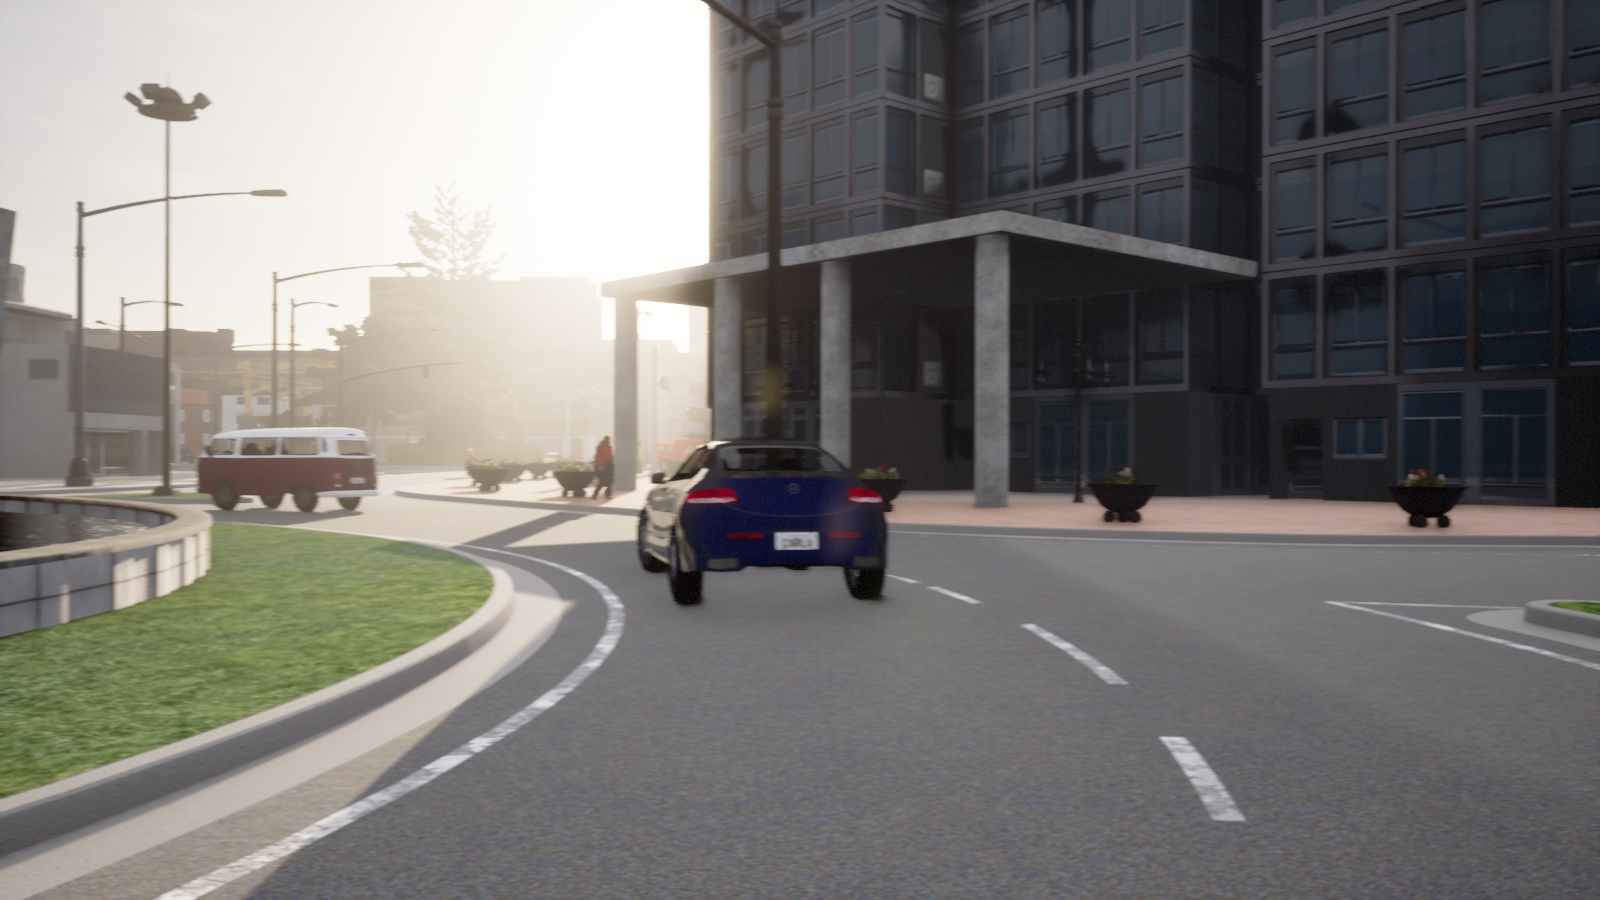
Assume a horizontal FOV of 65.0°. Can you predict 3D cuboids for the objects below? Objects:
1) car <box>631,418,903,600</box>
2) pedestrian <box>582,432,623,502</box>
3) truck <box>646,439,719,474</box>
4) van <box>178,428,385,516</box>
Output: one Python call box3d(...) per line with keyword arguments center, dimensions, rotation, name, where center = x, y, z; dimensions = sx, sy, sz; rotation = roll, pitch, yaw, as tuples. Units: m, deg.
box3d(center=(-0.612, 0.541, 14.078), dimensions=(2.152, 1.651, 5.027), rotation=(0, 0, -12), name="car")
box3d(center=(-5.297, 0.447, 33.730), dimensions=(0.899, 1.844, 0.634), rotation=(0, 0, 36), name="pedestrian")
box3d(center=(-8.681, 0.469, 93.399), dimensions=(5.204, 2.467, 2.627), rotation=(1, 0, -2), name="truck")
box3d(center=(-12.722, 0.521, 30.852), dimensions=(4.480, 2.038, 2.069), rotation=(0, 0, 21), name="van")
